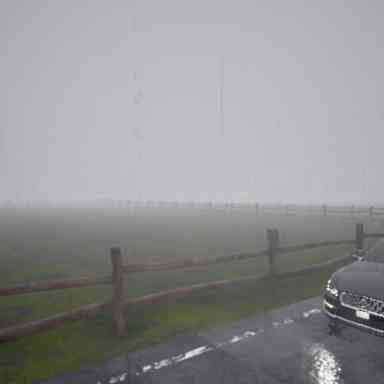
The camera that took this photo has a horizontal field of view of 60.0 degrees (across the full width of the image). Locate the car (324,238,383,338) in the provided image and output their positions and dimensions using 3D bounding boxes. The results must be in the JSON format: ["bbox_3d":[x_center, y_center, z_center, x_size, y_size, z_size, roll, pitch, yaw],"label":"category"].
[{"bbox_3d":[4.462,1.522,6.252,4.892,1.490,1.837,0,0,-35],"label":"car"}]
